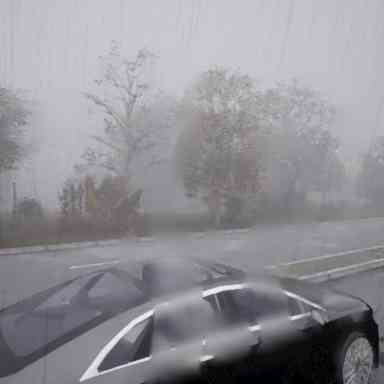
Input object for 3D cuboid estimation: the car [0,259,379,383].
[{"bbox_3d":[0.089,1.499,3.504,4.902,1.511,2.128,0,0,-35],"label":"car"}]
